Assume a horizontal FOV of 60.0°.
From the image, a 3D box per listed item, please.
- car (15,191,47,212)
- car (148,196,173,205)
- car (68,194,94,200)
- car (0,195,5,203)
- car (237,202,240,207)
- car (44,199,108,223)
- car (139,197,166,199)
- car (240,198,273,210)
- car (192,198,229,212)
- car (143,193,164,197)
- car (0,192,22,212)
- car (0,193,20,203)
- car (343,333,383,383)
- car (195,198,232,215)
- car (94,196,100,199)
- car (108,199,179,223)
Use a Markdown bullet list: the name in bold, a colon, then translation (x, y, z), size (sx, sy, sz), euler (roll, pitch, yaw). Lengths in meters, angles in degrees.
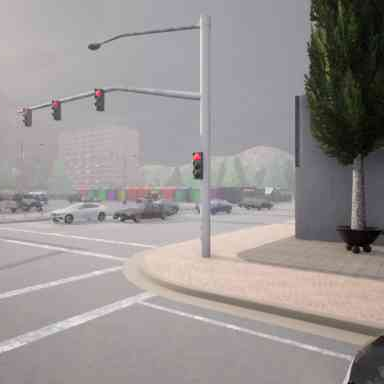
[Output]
- **car**: translation (-18.181, 1.156, 36.463), size (3.866, 1.878, 1.905), euler (0, 0, 35)
- **car**: translation (-5.210, 1.395, 54.872), size (3.806, 1.475, 1.970), euler (0, 0, 35)
- **car**: translation (-21.211, 1.153, 62.604), size (4.605, 1.855, 1.932), euler (0, 0, 35)
- **car**: translation (-38.223, 1.364, 64.539), size (3.905, 1.438, 1.784), euler (0, 0, 35)
- **car**: translation (8.680, 1.547, 48.682), size (2.033, 1.411, 5.357), euler (0, 0, 37)
- **car**: translation (-8.523, 1.526, 25.537), size (1.812, 1.442, 4.674), euler (0, 0, 38)
- **car**: translation (-3.136, 1.526, 32.879), size (1.812, 1.442, 4.674), euler (0, 0, 37)
- **car**: translation (8.756, 1.547, 42.974), size (2.033, 1.411, 5.357), euler (0, 0, 37)
- **car**: translation (2.341, 1.491, 40.240), size (2.128, 1.511, 4.902), euler (0, 0, 37)
- **car**: translation (-6.889, 1.156, 52.513), size (3.866, 1.878, 1.905), euler (0, 0, 35)
- **car**: translation (-19.895, 1.153, 34.131), size (4.605, 1.855, 1.932), euler (0, 0, 35)
- **car**: translation (-36.716, 1.153, 66.760), size (4.605, 1.855, 1.932), euler (0, 0, 35)
- **car**: translation (3.375, 1.492, 1.558), size (4.902, 1.511, 2.128), euler (0, 0, 36)
- **car**: translation (2.460, 1.526, 34.535), size (1.812, 1.442, 4.674), euler (0, 0, 37)
- **car**: translation (-19.488, 1.364, 64.933), size (3.905, 1.438, 1.784), euler (0, 0, 35)
- **car**: translation (-3.685, 1.547, 26.272), size (2.033, 1.411, 5.357), euler (0, 0, 36)
